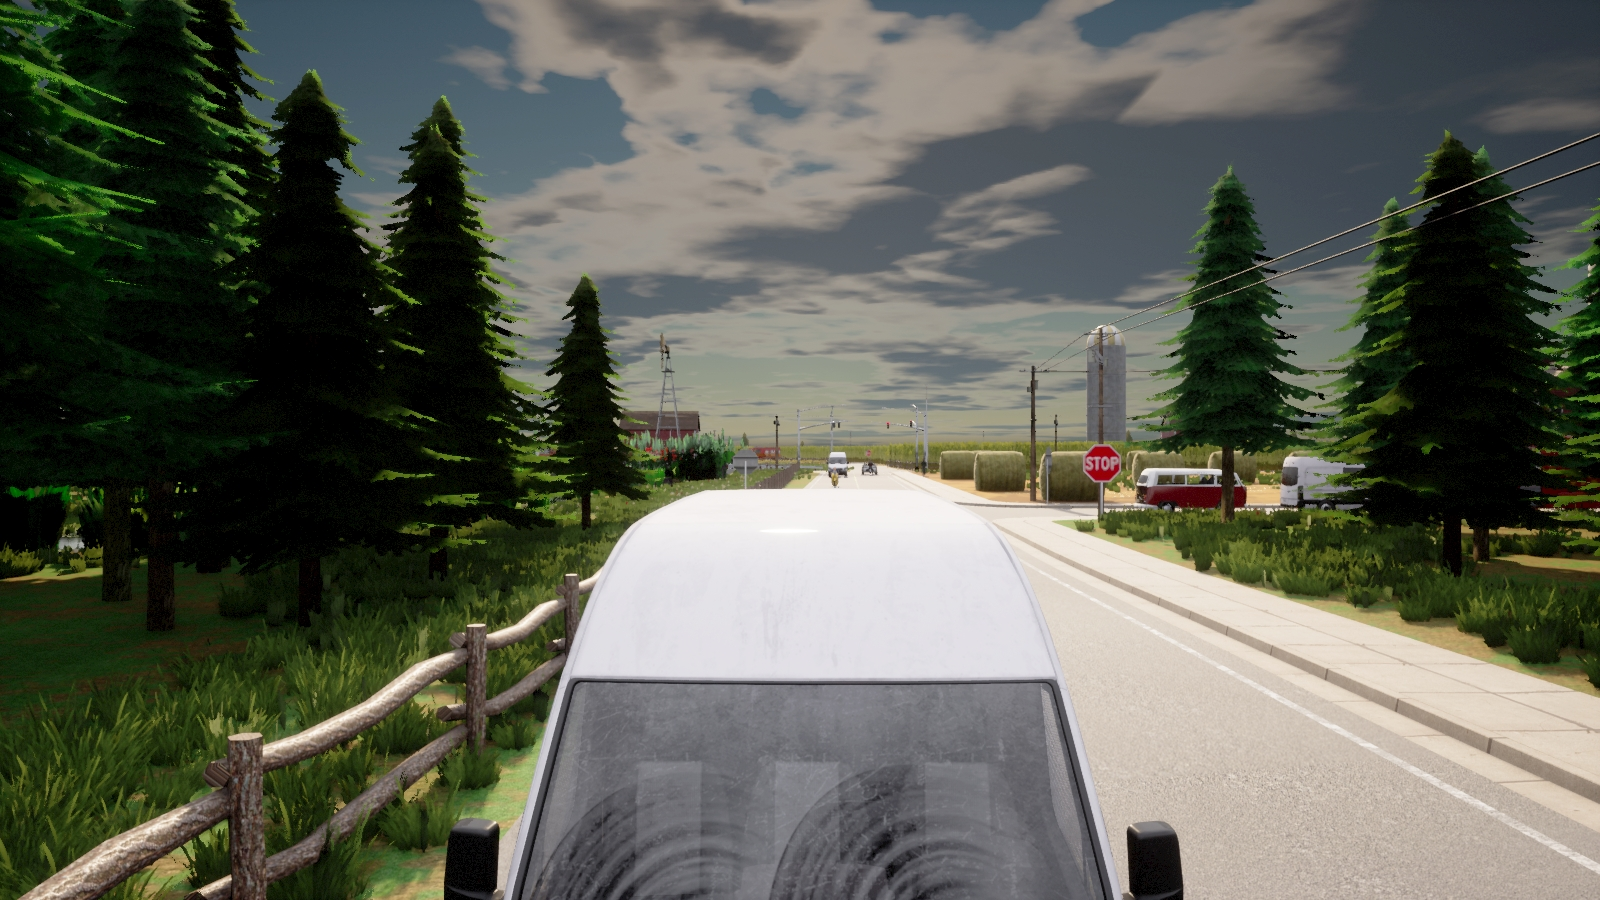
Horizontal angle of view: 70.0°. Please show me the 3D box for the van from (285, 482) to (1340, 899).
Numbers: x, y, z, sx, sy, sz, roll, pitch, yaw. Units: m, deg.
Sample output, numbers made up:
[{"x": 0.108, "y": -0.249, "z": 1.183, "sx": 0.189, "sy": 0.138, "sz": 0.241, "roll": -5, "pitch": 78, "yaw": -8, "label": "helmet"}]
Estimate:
[{"x": 0.056, "y": 1.508, "z": 5.110, "sx": 1.988, "sy": 2.561, "sz": 5.915, "roll": 0, "pitch": 0, "yaw": 1, "label": "van"}]

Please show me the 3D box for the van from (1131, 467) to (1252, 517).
[{"x": 16.767, "y": 1.783, "z": 49.041, "sx": 4.480, "sy": 2.038, "sz": 2.069, "roll": 0, "pitch": 0, "yaw": 0, "label": "van"}]

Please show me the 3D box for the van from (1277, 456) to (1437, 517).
[{"x": 23.869, "y": 1.534, "z": 49.092, "sx": 5.915, "sy": 2.561, "sz": 1.988, "roll": 0, "pitch": 0, "yaw": -1, "label": "van"}]
